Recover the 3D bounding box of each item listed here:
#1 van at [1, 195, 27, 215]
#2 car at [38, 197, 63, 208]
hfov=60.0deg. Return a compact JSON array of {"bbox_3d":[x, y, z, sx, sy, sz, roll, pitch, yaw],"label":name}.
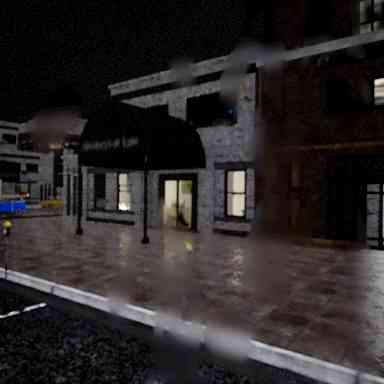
[{"bbox_3d":[-16.933,1.195,29.637,1.690,1.788,3.998,1,0,35],"label":"van"},{"bbox_3d":[-17.540,1.291,43.367,1.752,1.417,4.829,1,0,35],"label":"car"}]
